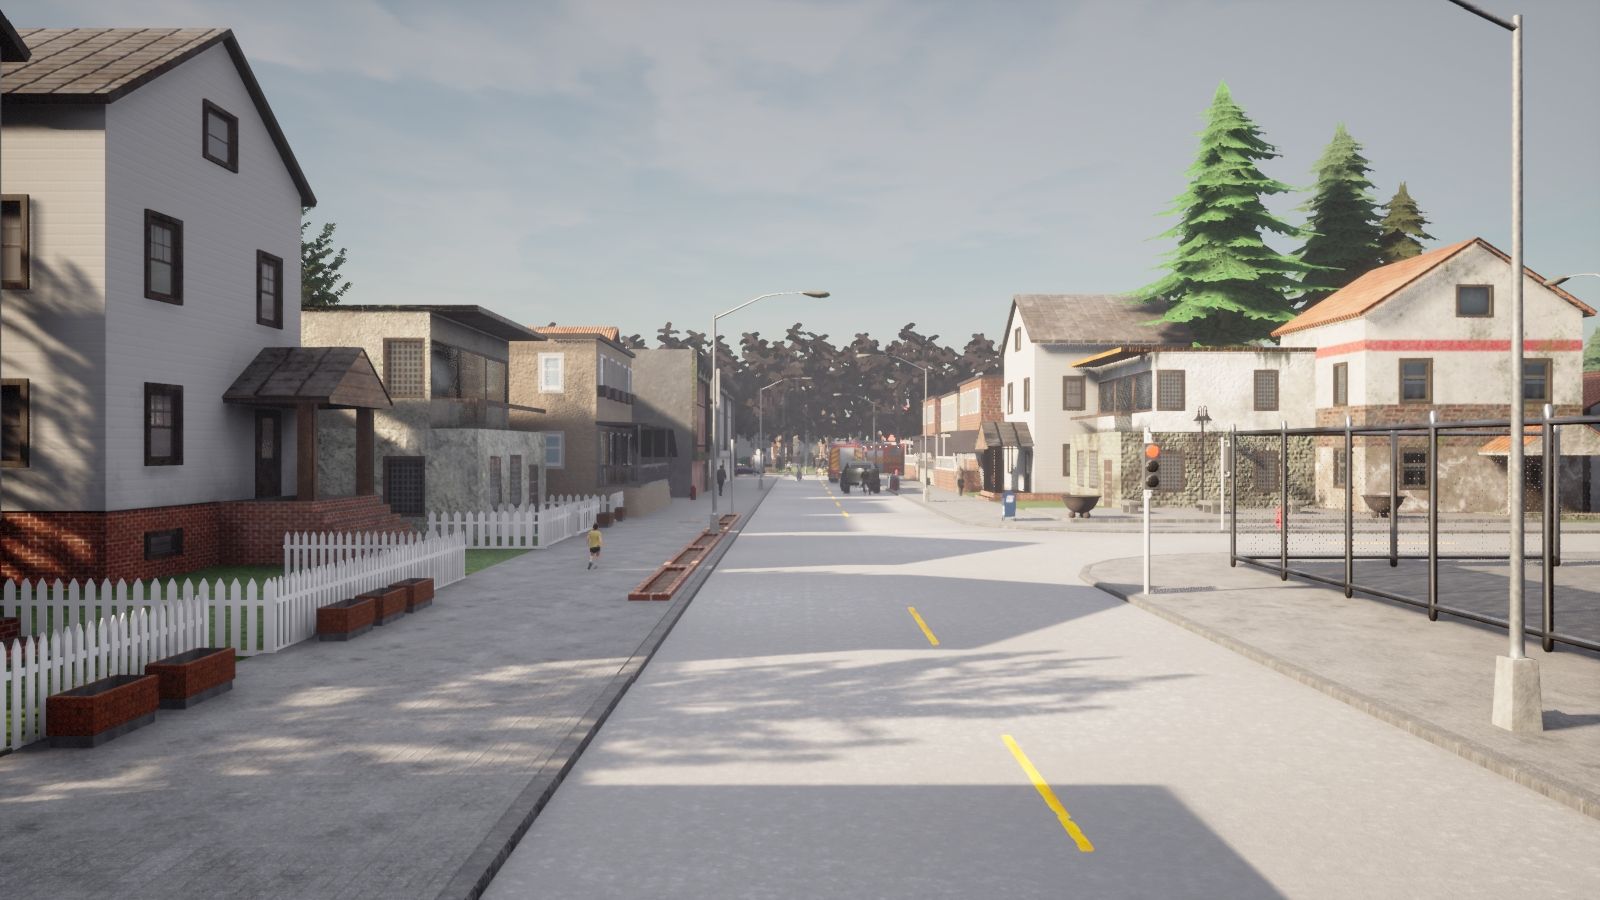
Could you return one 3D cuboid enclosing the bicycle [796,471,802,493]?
[{"bbox_3d":[-0.067,1.940,69.737,0.329,1.271,1.835,0,0,0],"label":"bicycle"}]

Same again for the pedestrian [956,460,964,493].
[{"bbox_3d":[9.122,1.524,65.075,0.375,1.860,0.375,0,0,0],"label":"pedestrian"}]

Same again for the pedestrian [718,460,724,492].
[{"bbox_3d":[-4.613,1.524,66.516,0.375,1.860,0.375,0,0,-5],"label":"pedestrian"}]

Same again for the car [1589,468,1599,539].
[{"bbox_3d":[25.943,1.560,32.437,5.566,2.045,2.150,0,0,1],"label":"car"}]

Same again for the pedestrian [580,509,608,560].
[{"bbox_3d":[-4.661,1.905,25.865,0.500,1.100,0.500,0,0,4],"label":"pedestrian"}]

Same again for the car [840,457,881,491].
[{"bbox_3d":[3.979,1.534,75.783,2.390,2.098,6.274,0,0,0],"label":"car"}]
